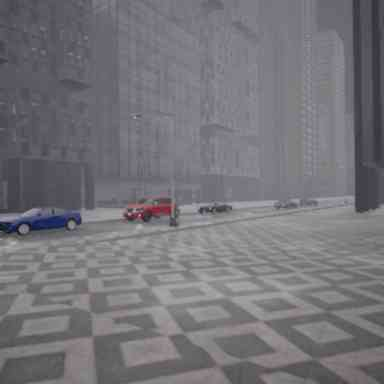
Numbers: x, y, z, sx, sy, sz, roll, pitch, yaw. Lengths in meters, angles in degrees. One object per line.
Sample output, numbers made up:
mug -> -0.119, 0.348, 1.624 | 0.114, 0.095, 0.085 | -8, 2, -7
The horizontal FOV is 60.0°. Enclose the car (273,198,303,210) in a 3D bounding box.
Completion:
car -> 12.974, 1.681, 45.798 | 2.033, 1.411, 5.357 | -1, 0, 36

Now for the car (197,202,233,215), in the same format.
car -> 2.599, 1.792, 36.977 | 1.895, 1.301, 4.718 | -1, 0, 36

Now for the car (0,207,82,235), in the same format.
car -> -9.296, 1.696, 20.650 | 1.882, 1.535, 5.008 | -1, 0, 36

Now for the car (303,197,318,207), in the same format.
car -> 18.993, 1.598, 54.071 | 1.882, 1.535, 5.008 | -1, 0, 36

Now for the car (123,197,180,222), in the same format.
car -> -3.380, 1.426, 28.781 | 2.150, 2.045, 5.566 | -1, 0, 36
